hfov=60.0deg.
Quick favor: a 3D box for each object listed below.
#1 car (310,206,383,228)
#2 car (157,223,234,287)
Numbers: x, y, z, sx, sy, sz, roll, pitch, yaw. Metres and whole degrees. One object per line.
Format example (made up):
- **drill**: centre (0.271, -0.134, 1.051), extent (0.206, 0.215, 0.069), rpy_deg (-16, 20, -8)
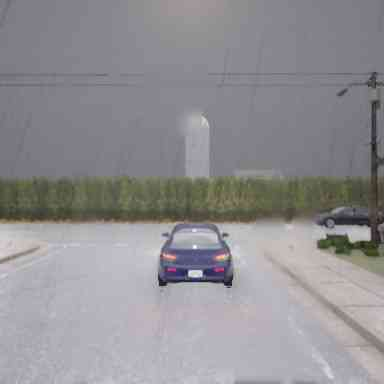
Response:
- **car**: centre (10.867, 1.743, 23.417), extent (4.892, 1.490, 1.837), rpy_deg (0, -1, 1)
- **car**: centre (0.102, 1.612, 9.472), extent (1.812, 1.442, 4.674), rpy_deg (0, 0, 1)
